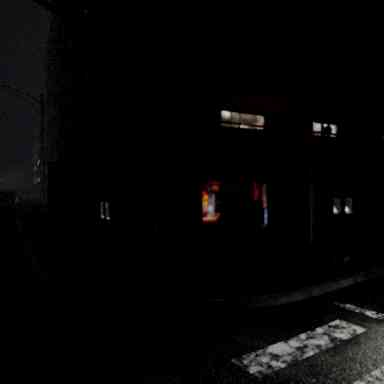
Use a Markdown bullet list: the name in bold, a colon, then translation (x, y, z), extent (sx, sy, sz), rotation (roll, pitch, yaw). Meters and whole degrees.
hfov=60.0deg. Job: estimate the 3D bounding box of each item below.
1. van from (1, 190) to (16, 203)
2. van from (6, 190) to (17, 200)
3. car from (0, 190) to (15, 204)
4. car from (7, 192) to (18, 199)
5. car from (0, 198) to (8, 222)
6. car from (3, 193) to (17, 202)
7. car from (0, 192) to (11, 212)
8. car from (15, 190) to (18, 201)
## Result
- **van**: translation (-27.771, 0.677, 50.419), extent (1.690, 1.788, 3.998), rotation (0, 1, -26)
- **van**: translation (-34.953, 0.505, 64.551), extent (1.690, 1.788, 3.998), rotation (0, 1, -26)
- **car**: translation (-18.349, 0.886, 31.492), extent (2.192, 1.841, 5.009), rotation (0, 1, -27)
- **car**: translation (-37.304, 0.671, 69.285), extent (1.947, 1.339, 4.313), rotation (0, 1, -26)
- **car**: translation (-13.453, 1.273, 22.084), extent (1.802, 1.307, 4.206), rotation (0, 1, -28)
- **car**: translation (-30.123, 0.823, 55.154), extent (1.887, 1.381, 4.507), rotation (0, 1, -26)
- **car**: translation (-15.924, 1.071, 26.770), extent (1.967, 1.590, 4.097), rotation (0, 1, -27)
- **car**: translation (-25.421, 0.709, 45.687), extent (2.192, 1.841, 5.009), rotation (0, 1, -26)
